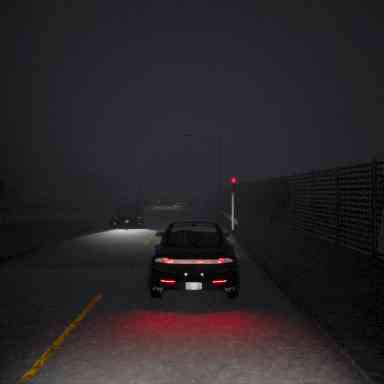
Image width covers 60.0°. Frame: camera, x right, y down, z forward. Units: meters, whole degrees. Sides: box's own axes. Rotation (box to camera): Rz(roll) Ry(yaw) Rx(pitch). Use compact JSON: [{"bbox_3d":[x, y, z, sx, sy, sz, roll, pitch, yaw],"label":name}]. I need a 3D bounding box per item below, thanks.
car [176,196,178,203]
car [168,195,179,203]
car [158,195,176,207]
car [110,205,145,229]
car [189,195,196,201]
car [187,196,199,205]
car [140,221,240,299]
[{"bbox_3d":[-4.002,1.601,60.668,1.895,1.301,4.718,0,0,0],"label":"car"},{"bbox_3d":[-3.923,1.478,71.103,1.882,1.535,5.008,0,0,0],"label":"car"},{"bbox_3d":[-4.040,1.352,51.301,2.097,1.767,4.553,0,0,0],"label":"car"},{"bbox_3d":[-4.092,1.564,21.748,1.994,1.385,4.181,0,0,-7],"label":"car"},{"bbox_3d":[0.090,1.595,88.085,1.895,1.301,4.718,0,0,0],"label":"car"},{"bbox_3d":[0.168,1.601,56.575,1.895,1.301,4.718,0,0,0],"label":"car"},{"bbox_3d":[0.057,1.492,8.462,2.128,1.511,4.902,0,0,1],"label":"car"}]
